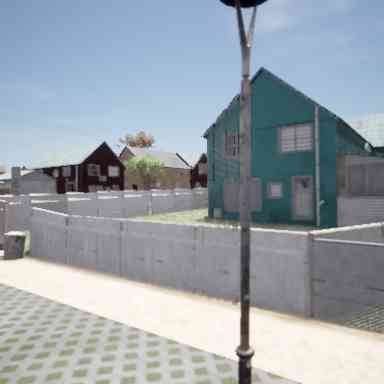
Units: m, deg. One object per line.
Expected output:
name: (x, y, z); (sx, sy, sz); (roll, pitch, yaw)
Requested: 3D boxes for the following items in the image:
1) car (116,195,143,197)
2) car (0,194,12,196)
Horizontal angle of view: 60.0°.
car: (-6.350, 0.818, 31.243); (1.837, 1.490, 4.892); (-1, 1, 35)
car: (-13.153, 0.984, 21.720); (2.097, 1.767, 4.553); (-1, 1, 37)
